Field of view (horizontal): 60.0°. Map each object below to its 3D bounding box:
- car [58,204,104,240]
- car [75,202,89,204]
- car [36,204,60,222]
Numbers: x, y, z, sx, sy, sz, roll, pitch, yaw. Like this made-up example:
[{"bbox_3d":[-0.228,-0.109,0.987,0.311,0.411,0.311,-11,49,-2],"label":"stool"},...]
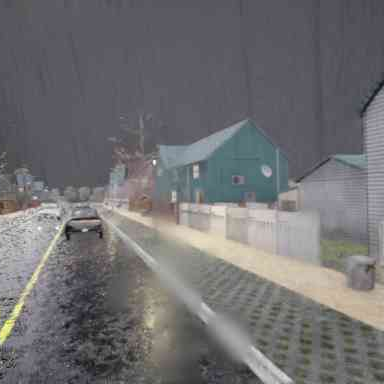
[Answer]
[{"bbox_3d":[-5.918,1.644,18.319,2.128,1.511,4.902,-1,0,-18],"label":"car"},{"bbox_3d":[-11.491,1.823,34.834,2.128,1.511,4.902,-1,0,-18],"label":"car"},{"bbox_3d":[-13.161,1.878,30.962,1.812,1.442,4.674,-1,0,-19],"label":"car"}]
